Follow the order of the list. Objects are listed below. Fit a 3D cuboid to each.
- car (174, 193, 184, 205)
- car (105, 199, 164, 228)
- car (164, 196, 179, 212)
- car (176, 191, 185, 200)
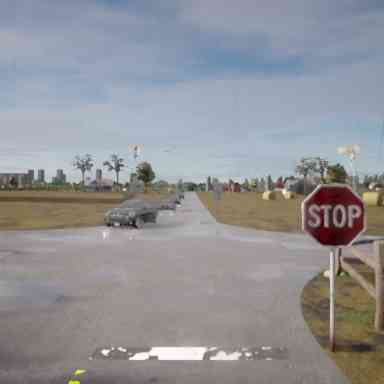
[{"bbox_3d":[-2.793,1.347,54.333,2.033,1.411,5.357,0,0,0],"label":"car"},{"bbox_3d":[-3.822,1.317,21.798,2.097,1.767,4.553,0,0,16],"label":"car"},{"bbox_3d":[-2.781,1.470,36.694,1.994,1.385,4.181,0,0,0],"label":"car"},{"bbox_3d":[-2.810,0.827,77.069,2.150,2.045,5.566,0,1,0],"label":"car"}]
